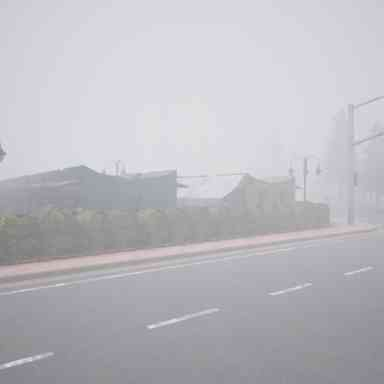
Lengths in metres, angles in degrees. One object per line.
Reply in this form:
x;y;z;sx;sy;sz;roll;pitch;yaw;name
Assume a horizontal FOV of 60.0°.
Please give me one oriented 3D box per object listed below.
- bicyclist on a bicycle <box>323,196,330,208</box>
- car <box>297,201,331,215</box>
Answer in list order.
17.939;1.321;44.311;1.656;1.620;0.582;0;0;-37;bicyclist on a bicycle
10.009;1.560;30.813;2.033;1.411;5.357;0;0;-37;car
